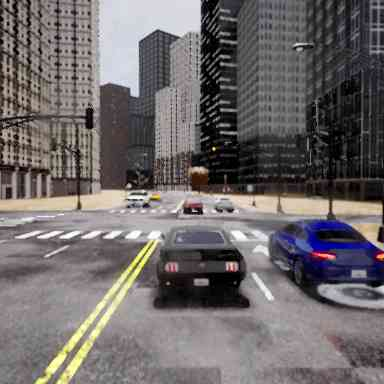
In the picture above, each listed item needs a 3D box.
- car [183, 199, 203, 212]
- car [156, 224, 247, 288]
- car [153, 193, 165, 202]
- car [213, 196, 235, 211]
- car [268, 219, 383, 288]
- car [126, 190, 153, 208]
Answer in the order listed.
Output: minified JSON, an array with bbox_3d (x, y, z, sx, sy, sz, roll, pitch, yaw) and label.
[{"bbox_3d":[0.102,1.301,33.171,1.895,1.301,4.718,0,1,0],"label":"car"},{"bbox_3d":[0.099,1.521,8.948,1.895,1.301,4.718,0,0,-3],"label":"car"},{"bbox_3d":[-6.538,0.903,59.949,1.882,1.535,5.008,0,0,0],"label":"car"},{"bbox_3d":[3.349,1.200,35.762,1.812,1.442,4.674,0,1,0],"label":"car"},{"bbox_3d":[3.341,1.447,8.921,1.812,1.442,4.674,0,1,0],"label":"car"},{"bbox_3d":[-6.594,0.838,40.970,2.150,2.045,5.566,0,1,0],"label":"car"}]
